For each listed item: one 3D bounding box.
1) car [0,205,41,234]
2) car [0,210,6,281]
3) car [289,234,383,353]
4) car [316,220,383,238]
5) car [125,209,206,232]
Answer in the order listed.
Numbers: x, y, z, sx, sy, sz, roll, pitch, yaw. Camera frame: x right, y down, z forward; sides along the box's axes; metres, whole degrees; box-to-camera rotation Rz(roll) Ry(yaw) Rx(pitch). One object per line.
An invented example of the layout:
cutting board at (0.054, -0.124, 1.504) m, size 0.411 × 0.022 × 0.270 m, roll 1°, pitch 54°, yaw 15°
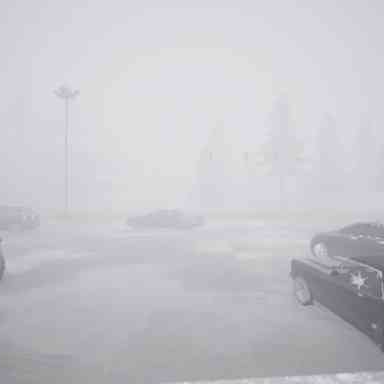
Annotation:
car at (-11.885, 1.598, 20.515) m, size 4.553 × 1.767 × 2.097 m, roll 0°, pitch -1°, yaw 2°
car at (-5.295, 1.437, 7.062) m, size 2.097 × 1.767 × 4.553 m, roll 0°, pitch -1°, yaw -28°
car at (3.271, 1.667, 5.395) m, size 1.895 × 1.301 × 4.718 m, roll 0°, pitch -1°, yaw -5°
car at (5.713, 1.631, 10.259) m, size 1.837 × 1.490 × 4.892 m, roll 1°, pitch -1°, yaw -18°
car at (-1.789, 1.815, 22.245) m, size 5.357 × 1.411 × 2.033 m, roll 0°, pitch -1°, yaw 23°
